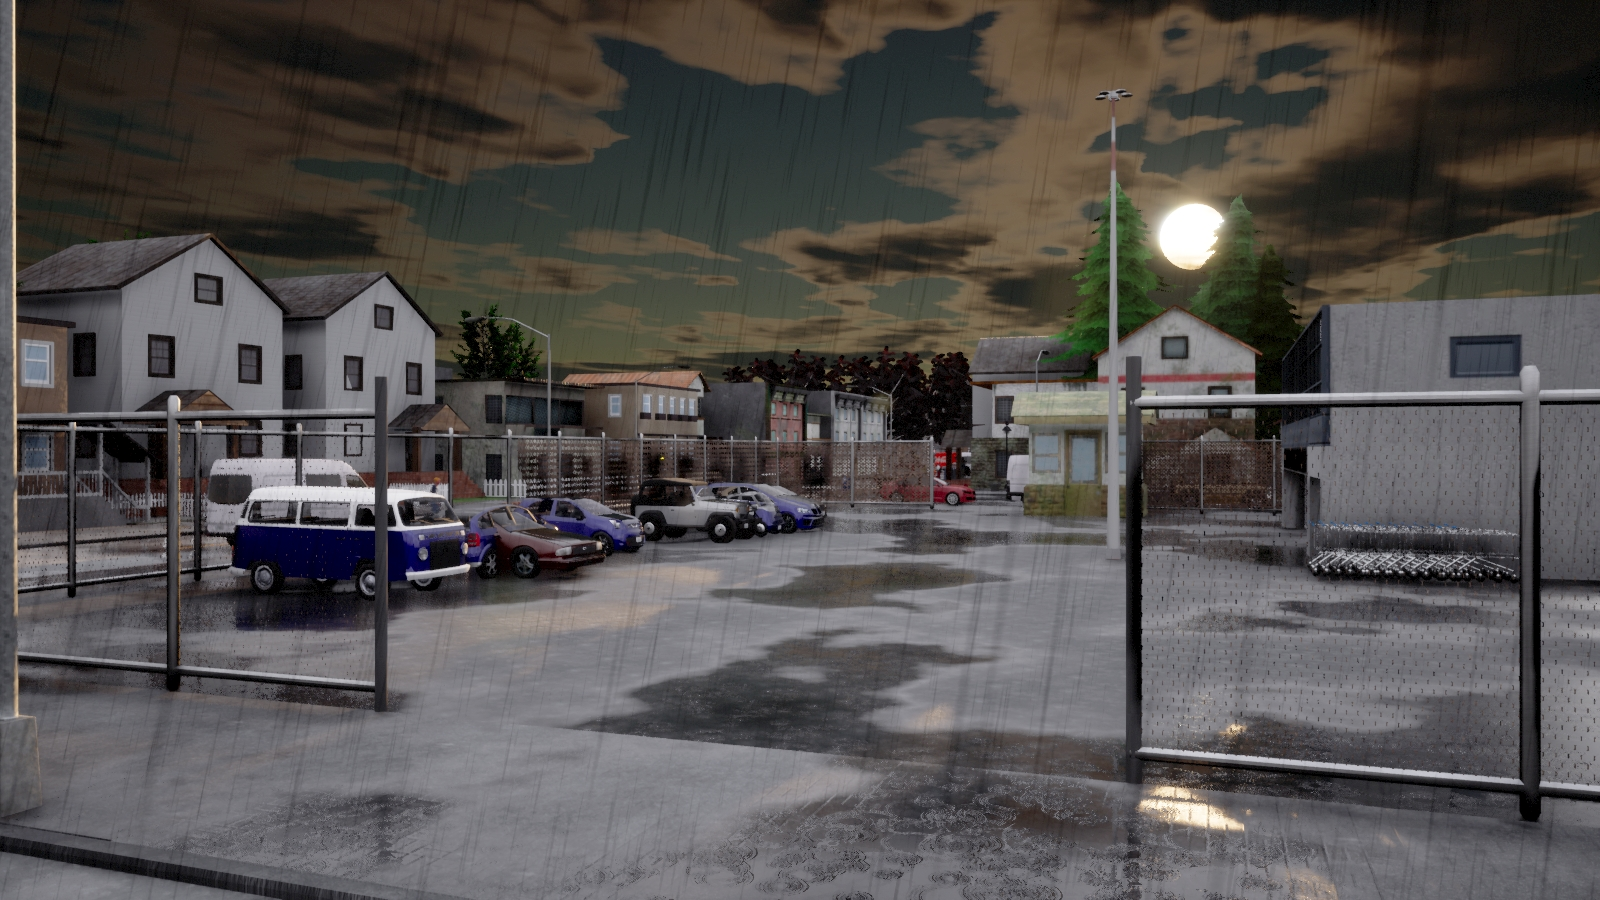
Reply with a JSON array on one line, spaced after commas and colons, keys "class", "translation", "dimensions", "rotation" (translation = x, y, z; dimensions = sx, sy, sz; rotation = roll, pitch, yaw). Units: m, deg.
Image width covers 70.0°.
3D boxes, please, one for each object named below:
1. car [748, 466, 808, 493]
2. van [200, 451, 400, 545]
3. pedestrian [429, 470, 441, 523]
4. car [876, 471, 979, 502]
[{"class": "car", "translation": [-1.349, 1.818, 71.506], "dimensions": [2.097, 1.535, 5.006], "rotation": [0, 0, 20]}, {"class": "van", "translation": [-14.863, 1.318, 34.443], "dimensions": [1.988, 2.561, 5.915], "rotation": [0, 0, 20]}, {"class": "pedestrian", "translation": [-12.924, 1.633, 40.508], "dimensions": [0.375, 1.860, 0.375], "rotation": [0, 0, -13]}, {"class": "car", "translation": [6.523, 1.843, 58.394], "dimensions": [4.892, 1.480, 2.231], "rotation": [0, 0, 19]}]
